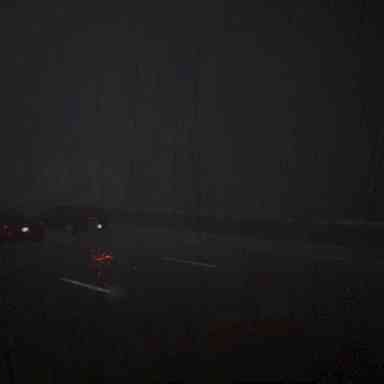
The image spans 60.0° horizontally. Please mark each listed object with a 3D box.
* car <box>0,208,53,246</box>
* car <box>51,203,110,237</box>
[{"bbox_3d":[-8.109,1.406,14.080,4.181,1.385,1.994,1,1,36],"label":"car"},{"bbox_3d":[-6.336,1.342,17.114,4.892,1.490,1.837,1,0,36],"label":"car"}]
